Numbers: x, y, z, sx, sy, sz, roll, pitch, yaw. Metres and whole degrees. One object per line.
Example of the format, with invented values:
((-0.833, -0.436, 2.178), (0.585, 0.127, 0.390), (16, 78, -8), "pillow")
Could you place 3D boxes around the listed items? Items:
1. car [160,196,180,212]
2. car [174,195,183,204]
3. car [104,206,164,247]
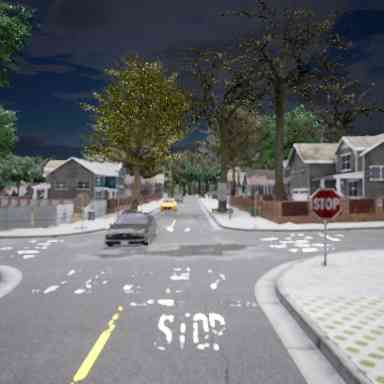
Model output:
((-2.765, 1.554, 39.877), (1.882, 1.535, 5.008), (0, 0, 0), "car")
((-2.773, 1.303, 64.869), (2.097, 1.767, 4.553), (0, 0, 0), "car")
((-2.771, 1.683, 16.250), (2.033, 1.411, 5.357), (-1, 1, 0), "car")
